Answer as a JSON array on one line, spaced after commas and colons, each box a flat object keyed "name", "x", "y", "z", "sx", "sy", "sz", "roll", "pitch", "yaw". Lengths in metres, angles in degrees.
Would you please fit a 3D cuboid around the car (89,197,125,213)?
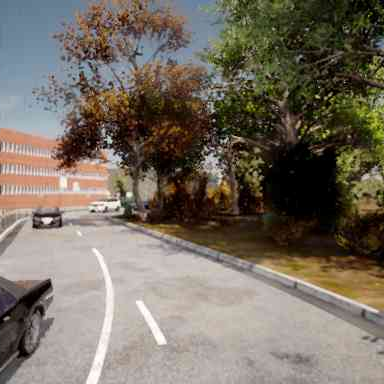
[{"name": "car", "x": -11.657, "y": 1.732, "z": 45.002, "sx": 2.150, "sy": 2.045, "sz": 5.566, "roll": 0, "pitch": -1, "yaw": 15}]

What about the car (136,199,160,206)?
[{"name": "car", "x": -9.462, "y": 2.298, "z": 71.092, "sx": 4.674, "sy": 1.452, "sz": 2.002, "roll": 0, "pitch": -1, "yaw": 15}]

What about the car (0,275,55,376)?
[{"name": "car", "x": -2.960, "y": 1.622, "z": 3.210, "sx": 1.895, "sy": 1.301, "sz": 4.718, "roll": 0, "pitch": 0, "yaw": -6}]

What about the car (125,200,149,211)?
[{"name": "car", "x": -7.542, "y": 2.150, "z": 47.742, "sx": 1.895, "sy": 1.301, "sz": 4.718, "roll": 0, "pitch": -1, "yaw": 15}]

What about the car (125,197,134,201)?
[{"name": "car", "x": -12.321, "y": 1.907, "z": 60.159, "sx": 5.566, "sy": 2.045, "sz": 2.435, "roll": 0, "pitch": -1, "yaw": 15}]

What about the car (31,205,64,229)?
[{"name": "car", "x": -10.213, "y": 1.721, "z": 23.569, "sx": 2.128, "sy": 1.511, "sz": 4.902, "roll": 0, "pitch": -1, "yaw": -23}]
